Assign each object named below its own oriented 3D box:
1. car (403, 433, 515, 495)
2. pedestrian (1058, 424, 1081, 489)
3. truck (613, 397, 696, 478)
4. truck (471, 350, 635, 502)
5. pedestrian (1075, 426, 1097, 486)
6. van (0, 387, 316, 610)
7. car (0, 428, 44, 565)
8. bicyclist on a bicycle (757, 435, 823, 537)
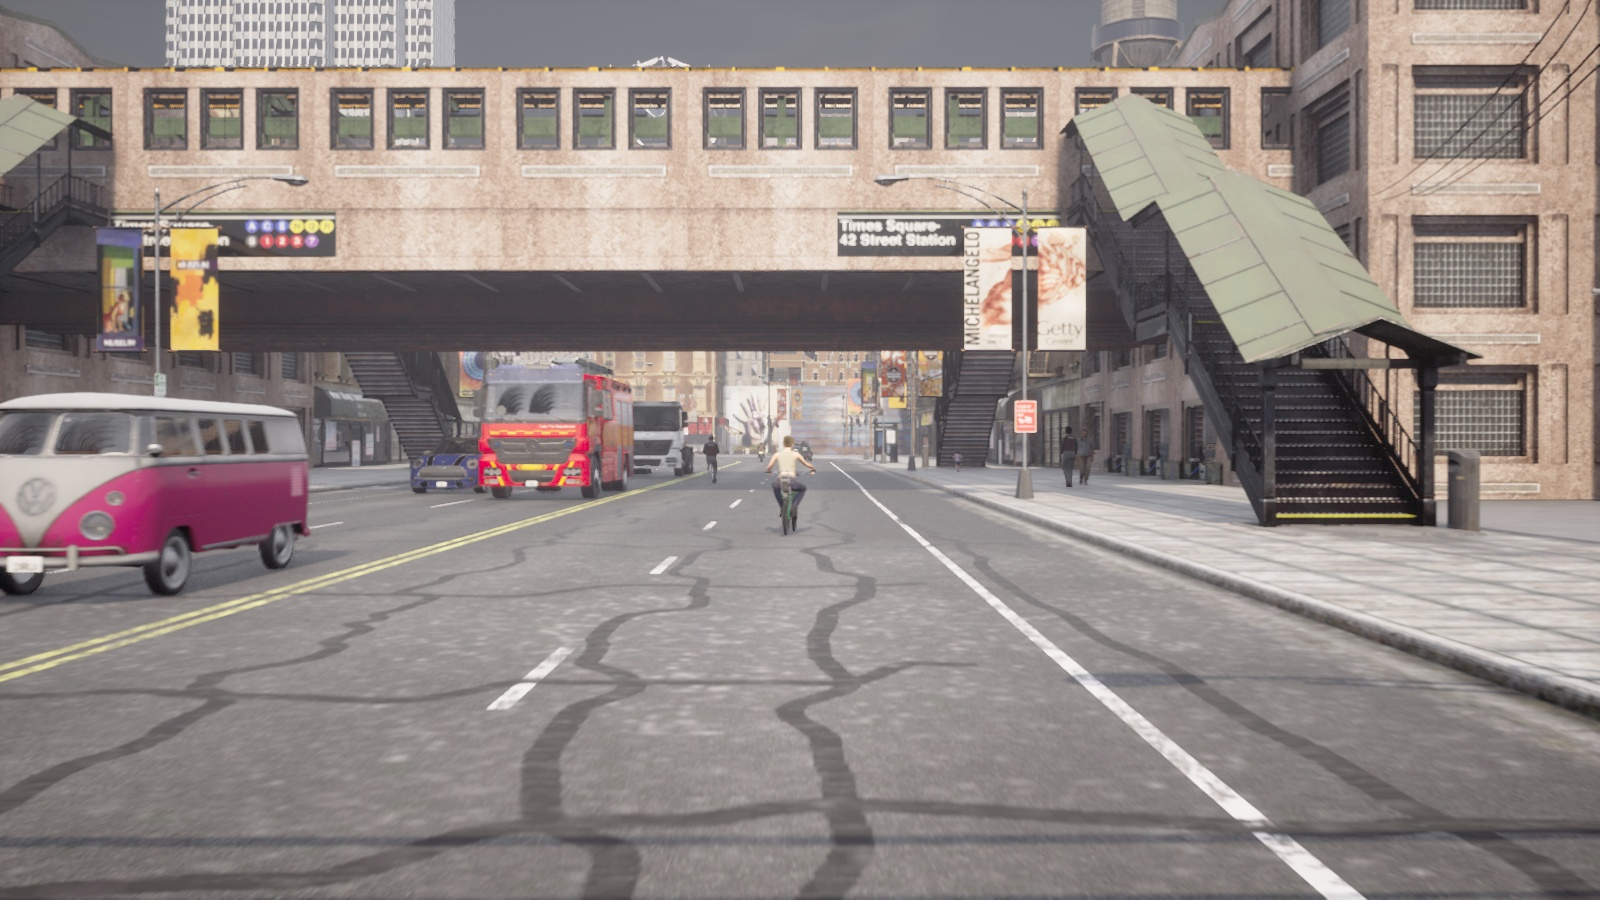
[{"bbox_3d":[-10.261,0.382,38.123,2.097,1.767,4.553,0,0,1],"label":"car"},{"bbox_3d":[8.053,0.198,37.544,0.402,1.930,0.666,0,0,-19],"label":"pedestrian"},{"bbox_3d":[-6.572,-0.567,57.999,2.891,3.462,7.936,0,0,0],"label":"truck"},{"bbox_3d":[-6.787,-0.626,35.880,2.891,3.827,8.468,0,0,1],"label":"truck"},{"bbox_3d":[8.842,0.191,38.847,0.540,1.848,0.694,0,0,3],"label":"pedestrian"},{"bbox_3d":[-6.919,0.418,13.398,1.775,1.987,4.442,0,0,0],"label":"van"},{"bbox_3d":[-10.417,0.559,13.763,1.851,1.617,3.988,0,0,0],"label":"car"},{"bbox_3d":[-0.147,0.567,20.616,0.866,1.612,1.509,-1,0,7],"label":"bicyclist on a bicycle"}]
